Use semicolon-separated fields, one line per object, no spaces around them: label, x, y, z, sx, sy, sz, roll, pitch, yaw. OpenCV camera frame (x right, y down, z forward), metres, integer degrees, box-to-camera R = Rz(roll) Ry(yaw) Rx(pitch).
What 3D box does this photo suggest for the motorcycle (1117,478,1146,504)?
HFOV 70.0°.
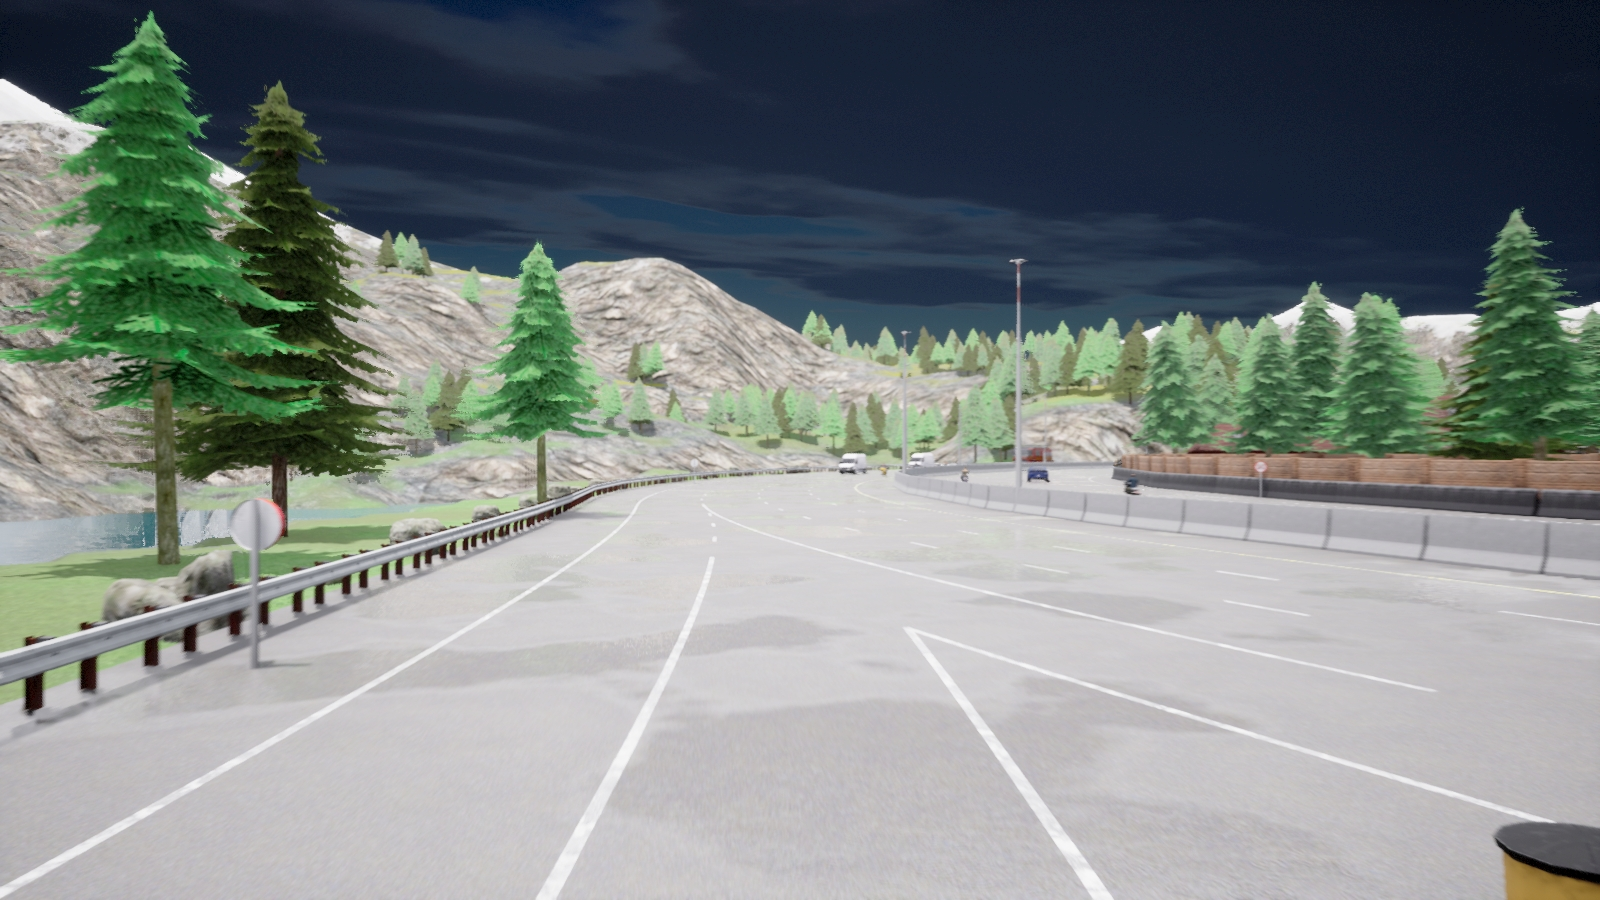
motorcycle;17.965;2.222;61.915;0.856;1.334;1.805;2;0;-5
